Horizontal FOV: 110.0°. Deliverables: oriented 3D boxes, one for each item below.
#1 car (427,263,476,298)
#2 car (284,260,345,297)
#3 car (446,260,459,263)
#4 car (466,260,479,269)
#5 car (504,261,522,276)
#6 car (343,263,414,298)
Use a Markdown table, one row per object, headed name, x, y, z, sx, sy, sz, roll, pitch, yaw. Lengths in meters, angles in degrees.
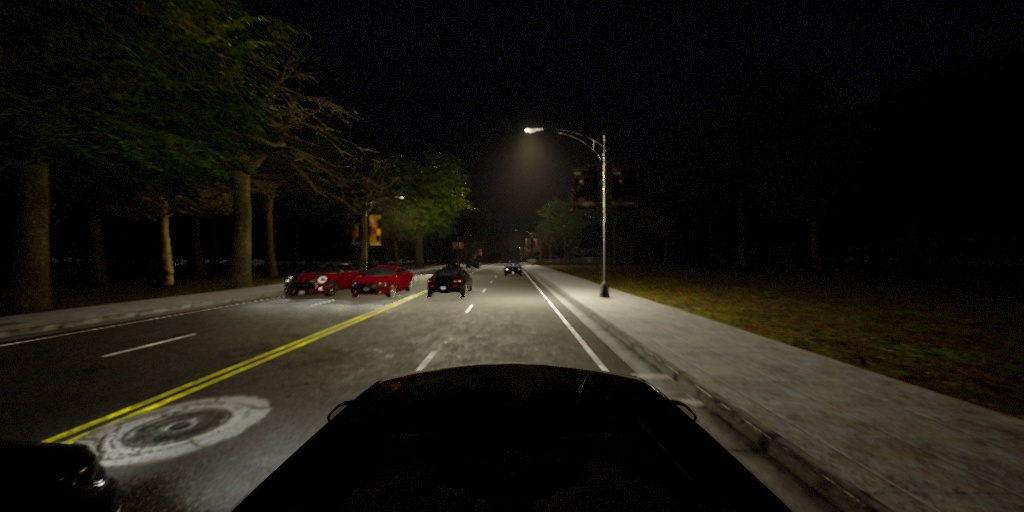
| name | x | y | z | sx | sy | sz | roll | pitch | yaw |
| --- | --- | --- | --- | --- | --- | --- | --- | --- | --- |
| car | -3.144 | 1.290 | 18.667 | 1.812 | 1.442 | 4.674 | 0 | 0 | 0 |
| car | -9.843 | 1.117 | 19.020 | 2.097 | 1.767 | 4.553 | 0 | 0 | 0 |
| car | -9.776 | 1.393 | 59.421 | 1.837 | 1.490 | 4.892 | 0 | 0 | 1 |
| car | -6.531 | 1.414 | 59.441 | 1.812 | 1.442 | 4.674 | 0 | 0 | 1 |
| car | 0.111 | 1.414 | 38.761 | 1.895 | 1.301 | 4.718 | 0 | 0 | 0 |
| car | -6.594 | 1.242 | 18.723 | 1.882 | 1.535 | 5.008 | 0 | 0 | 0 |
